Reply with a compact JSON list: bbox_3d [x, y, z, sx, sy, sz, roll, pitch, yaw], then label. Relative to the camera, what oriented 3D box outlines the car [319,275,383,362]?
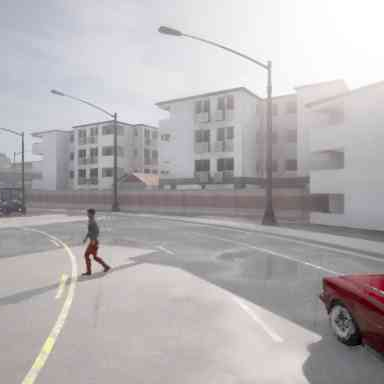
[{"bbox_3d":[3.248,1.601,3.457,1.895,1.301,4.718,0,0,-6],"label":"car"}]

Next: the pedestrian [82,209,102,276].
[{"bbox_3d":[-2.671,1.294,8.892,0.375,1.860,0.375,0,0,-18],"label":"pedestrian"}]

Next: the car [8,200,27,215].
[{"bbox_3d":[-18.537,1.526,33.664,4.674,1.442,1.812,0,0,37],"label":"car"}]

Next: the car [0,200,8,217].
[{"bbox_3d":[-18.499,1.504,29.294,4.892,1.490,1.837,0,0,36],"label":"car"}]
